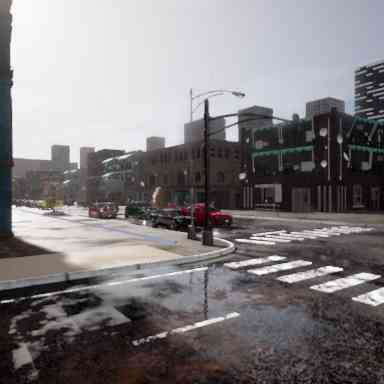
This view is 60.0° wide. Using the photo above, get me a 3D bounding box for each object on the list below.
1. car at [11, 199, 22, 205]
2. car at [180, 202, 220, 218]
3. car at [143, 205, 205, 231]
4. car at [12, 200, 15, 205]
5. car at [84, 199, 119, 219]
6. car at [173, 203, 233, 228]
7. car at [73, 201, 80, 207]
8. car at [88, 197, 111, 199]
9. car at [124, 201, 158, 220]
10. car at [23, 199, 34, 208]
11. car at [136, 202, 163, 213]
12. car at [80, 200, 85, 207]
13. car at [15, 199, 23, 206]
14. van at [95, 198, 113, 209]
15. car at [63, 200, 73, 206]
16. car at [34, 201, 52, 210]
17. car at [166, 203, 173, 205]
[{"bbox_3d":[-44.475,2.624,84.161,1.887,1.381,4.507,-1,0,-35],"label":"car"},{"bbox_3d":[0.759,1.850,34.809,2.008,1.369,4.403,-1,0,-35],"label":"car"},{"bbox_3d":[-1.355,1.839,23.087,1.947,1.339,4.313,-1,0,-35],"label":"car"},{"bbox_3d":[-41.276,2.573,79.645,2.008,1.369,4.403,-1,0,-35],"label":"car"},{"bbox_3d":[-9.280,1.871,34.480,1.967,1.590,4.097,-1,0,-35],"label":"car"},{"bbox_3d":[0.925,1.727,24.573,1.882,1.535,5.008,-1,0,-35],"label":"car"},{"bbox_3d":[-21.639,2.269,66.425,1.887,1.381,4.507,-1,0,-35],"label":"car"},{"bbox_3d":[-11.082,1.708,41.538,2.150,2.045,5.566,-1,0,-35],"label":"car"},{"bbox_3d":[-4.935,1.718,32.846,2.097,1.767,4.553,-1,0,-35],"label":"car"},{"bbox_3d":[-31.677,2.401,66.096,2.008,1.369,4.403,-1,0,-35],"label":"car"},{"bbox_3d":[-5.639,2.007,43.842,1.802,1.307,4.206,-1,0,-35],"label":"car"},{"bbox_3d":[-18.445,1.981,61.908,2.192,1.841,5.009,-1,0,-35],"label":"car"},{"bbox_3d":[-38.078,2.406,75.128,1.967,1.590,4.097,-1,0,-35],"label":"car"},{"bbox_3d":[-15.244,1.948,57.392,1.690,1.788,3.998,-1,0,-35],"label":"van"},{"bbox_3d":[-28.039,2.406,75.458,1.947,1.339,4.313,-1,0,-35],"label":"car"},{"bbox_3d":[-25.179,2.258,56.924,1.752,1.417,4.829,-1,0,-35],"label":"car"},{"bbox_3d":[-2.440,1.945,39.326,1.802,1.307,4.206,-1,0,-35],"label":"car"}]
